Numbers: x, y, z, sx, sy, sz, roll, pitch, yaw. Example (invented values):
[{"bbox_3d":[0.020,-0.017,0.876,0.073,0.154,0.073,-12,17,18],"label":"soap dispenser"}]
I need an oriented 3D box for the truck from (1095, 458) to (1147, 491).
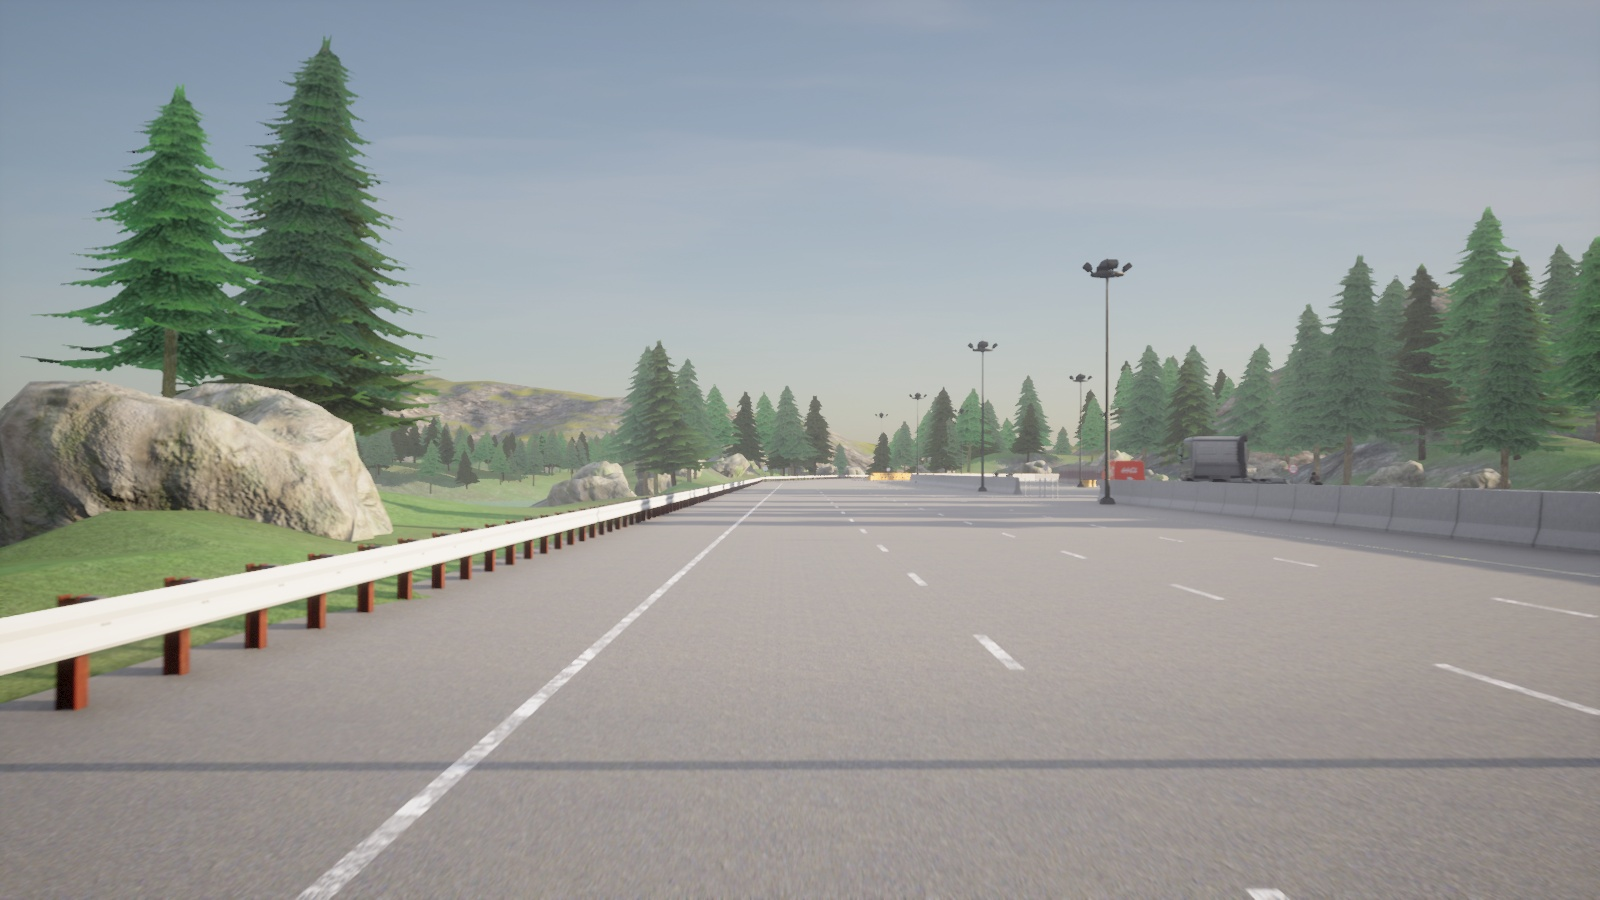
[{"bbox_3d":[24.275,1.827,95.126,2.627,2.467,5.204,0,-1,0],"label":"truck"}]

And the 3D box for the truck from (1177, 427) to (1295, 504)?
[{"bbox_3d":[20.853,0.764,60.645,2.891,3.462,7.936,0,-1,0],"label":"truck"}]
